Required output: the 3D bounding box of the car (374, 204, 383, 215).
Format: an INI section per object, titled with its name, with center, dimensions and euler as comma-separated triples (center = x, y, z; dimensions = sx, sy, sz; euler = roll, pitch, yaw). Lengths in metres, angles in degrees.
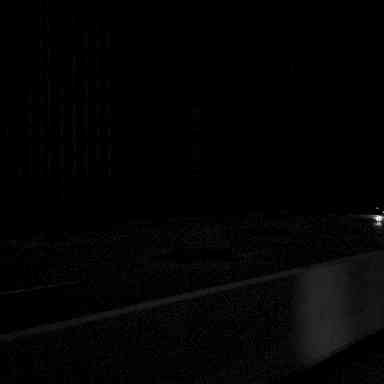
[car]
center = 18.790, 1.355, 30.298
dimensions = 5.357, 1.411, 2.033
euler = 0, 0, -35
